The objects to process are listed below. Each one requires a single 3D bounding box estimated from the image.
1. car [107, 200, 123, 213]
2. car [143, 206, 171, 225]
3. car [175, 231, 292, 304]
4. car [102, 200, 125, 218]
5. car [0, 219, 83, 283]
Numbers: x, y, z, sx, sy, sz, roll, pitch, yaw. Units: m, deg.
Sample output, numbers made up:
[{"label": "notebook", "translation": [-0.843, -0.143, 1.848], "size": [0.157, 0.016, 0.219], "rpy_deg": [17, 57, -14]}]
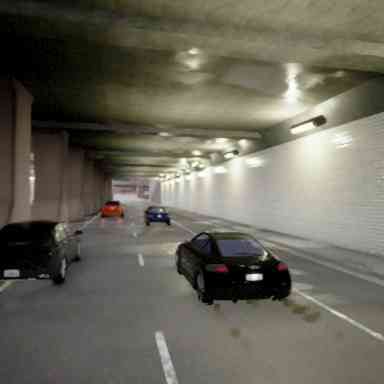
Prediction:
[{"label": "car", "translation": [-10.155, 1.877, 44.237], "size": [1.837, 1.490, 4.892], "rpy_deg": [1, -1, -11]}, {"label": "car", "translation": [-2.840, 1.817, 26.531], "size": [2.033, 1.411, 5.357], "rpy_deg": [1, -1, -11]}, {"label": "car", "translation": [0.815, 1.677, 8.565], "size": [1.994, 1.385, 4.181], "rpy_deg": [1, -1, -12]}, {"label": "car", "translation": [-8.064, 1.638, 34.281], "size": [2.097, 1.767, 4.553], "rpy_deg": [1, -1, -10]}, {"label": "car", "translation": [-4.411, 1.556, 9.666], "size": [1.837, 1.490, 4.892], "rpy_deg": [1, -1, -11]}]
